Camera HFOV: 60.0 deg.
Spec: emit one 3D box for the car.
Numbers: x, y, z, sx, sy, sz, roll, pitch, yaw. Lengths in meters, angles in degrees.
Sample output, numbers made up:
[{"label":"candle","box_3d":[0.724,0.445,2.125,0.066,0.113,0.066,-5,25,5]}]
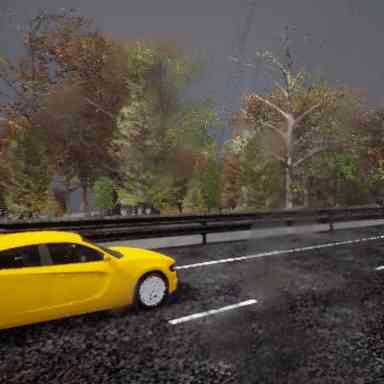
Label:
[{"label":"car","box_3d":[-2.603,1.489,6.202,5.008,1.535,1.882,0,0,-35]}]
